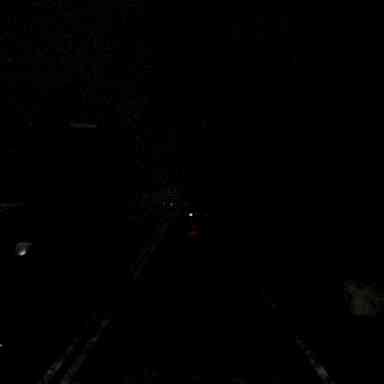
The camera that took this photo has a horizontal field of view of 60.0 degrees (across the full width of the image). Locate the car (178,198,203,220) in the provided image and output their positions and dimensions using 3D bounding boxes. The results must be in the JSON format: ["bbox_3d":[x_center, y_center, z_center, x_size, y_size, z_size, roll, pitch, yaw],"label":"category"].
[{"bbox_3d":[-0.128,1.470,27.746,1.837,1.490,4.892,0,0,-1],"label":"car"}]

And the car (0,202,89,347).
[{"bbox_3d":[-3.358,1.220,5.268,2.150,2.045,5.566,0,0,0],"label":"car"}]

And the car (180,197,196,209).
[{"bbox_3d":[-0.577,1.475,45.156,1.994,1.385,4.181,0,0,-2],"label":"car"}]

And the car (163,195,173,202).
[{"bbox_3d":[-4.755,1.318,65.463,1.895,1.301,4.718,0,1,-2],"label":"car"}]
